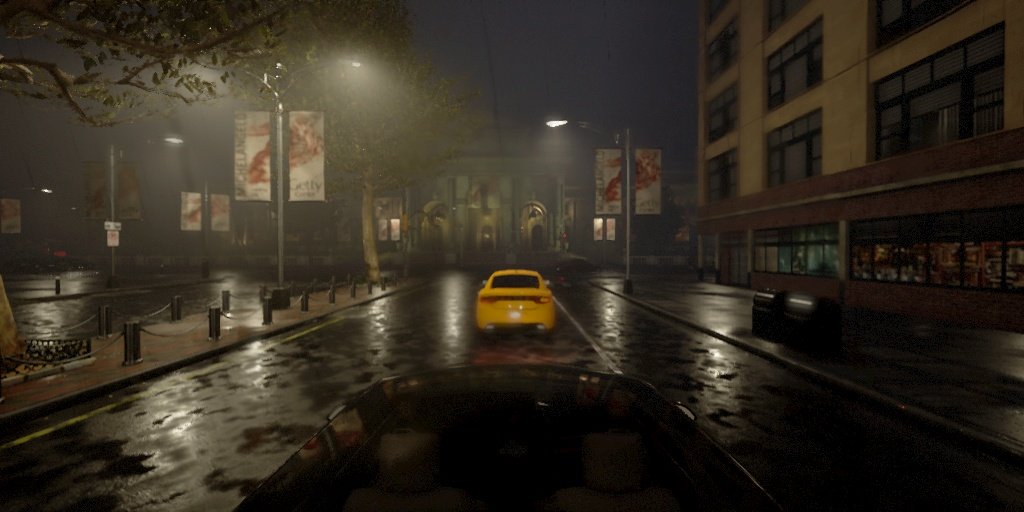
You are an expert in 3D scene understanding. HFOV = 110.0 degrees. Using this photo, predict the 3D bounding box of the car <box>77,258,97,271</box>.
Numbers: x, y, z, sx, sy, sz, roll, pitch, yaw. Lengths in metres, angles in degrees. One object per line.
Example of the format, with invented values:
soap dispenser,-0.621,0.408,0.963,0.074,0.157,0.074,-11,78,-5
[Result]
car,-47.701,0.895,38.489,4.892,1.490,1.837,0,1,0

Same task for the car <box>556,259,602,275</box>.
car,6.199,0.958,33.367,4.674,1.442,1.812,0,0,-30

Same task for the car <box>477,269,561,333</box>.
car,0.122,1.141,10.426,1.882,1.535,5.008,0,1,1

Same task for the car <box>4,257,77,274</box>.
car,-46.247,0.929,34.957,4.892,1.490,1.837,0,1,0
